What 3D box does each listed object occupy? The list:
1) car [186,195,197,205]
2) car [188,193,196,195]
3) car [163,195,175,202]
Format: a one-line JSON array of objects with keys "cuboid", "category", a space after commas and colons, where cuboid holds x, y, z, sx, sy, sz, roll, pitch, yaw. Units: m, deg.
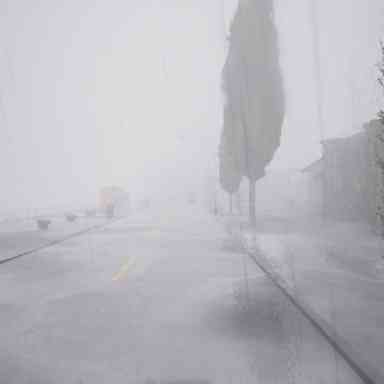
[{"cuboid": [-0.082, 1.732, 64.356, 1.895, 1.301, 4.718, 0, 0, 0], "category": "car"}, {"cuboid": [-0.095, 1.209, 74.361, 2.150, 2.045, 5.566, 0, 0, 0], "category": "car"}, {"cuboid": [-4.074, 1.214, 58.293, 1.882, 1.535, 5.008, 0, 0, 0], "category": "car"}]
